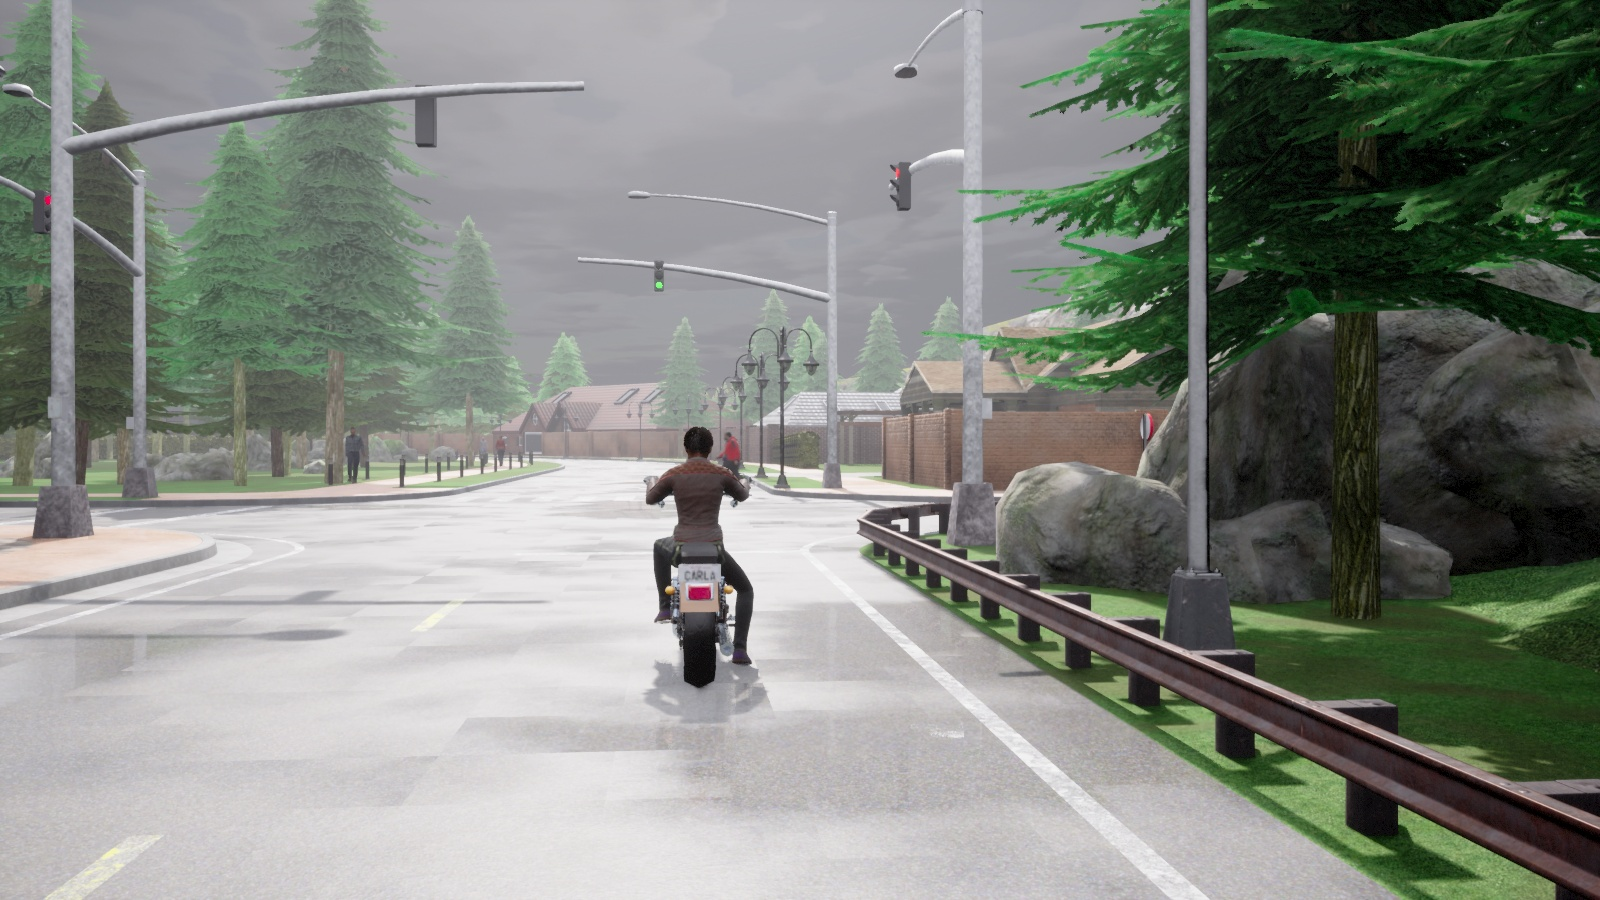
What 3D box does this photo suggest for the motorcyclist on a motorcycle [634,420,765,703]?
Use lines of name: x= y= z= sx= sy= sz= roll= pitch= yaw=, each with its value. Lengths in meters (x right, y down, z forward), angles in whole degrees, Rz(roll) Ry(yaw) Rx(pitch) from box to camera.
motorcyclist on a motorcycle: x=-0.693 y=0.648 z=8.534 sx=0.766 sy=1.649 sz=2.350 roll=0 pitch=0 yaw=-5

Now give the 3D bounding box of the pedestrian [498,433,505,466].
pedestrian: x=-16.593 y=-0.035 z=69.750 sx=0.331 sy=1.846 sz=0.636 roll=0 pitch=0 yaw=-8

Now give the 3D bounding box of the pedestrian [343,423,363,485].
pedestrian: x=-14.254 y=0.135 z=40.012 sx=0.423 sy=1.949 sz=0.788 roll=0 pitch=0 yaw=-6

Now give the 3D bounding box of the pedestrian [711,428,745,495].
pedestrian: x=-1.998 y=0.304 z=34.886 sx=0.899 sy=1.844 sz=0.634 roll=0 pitch=0 yaw=-6
